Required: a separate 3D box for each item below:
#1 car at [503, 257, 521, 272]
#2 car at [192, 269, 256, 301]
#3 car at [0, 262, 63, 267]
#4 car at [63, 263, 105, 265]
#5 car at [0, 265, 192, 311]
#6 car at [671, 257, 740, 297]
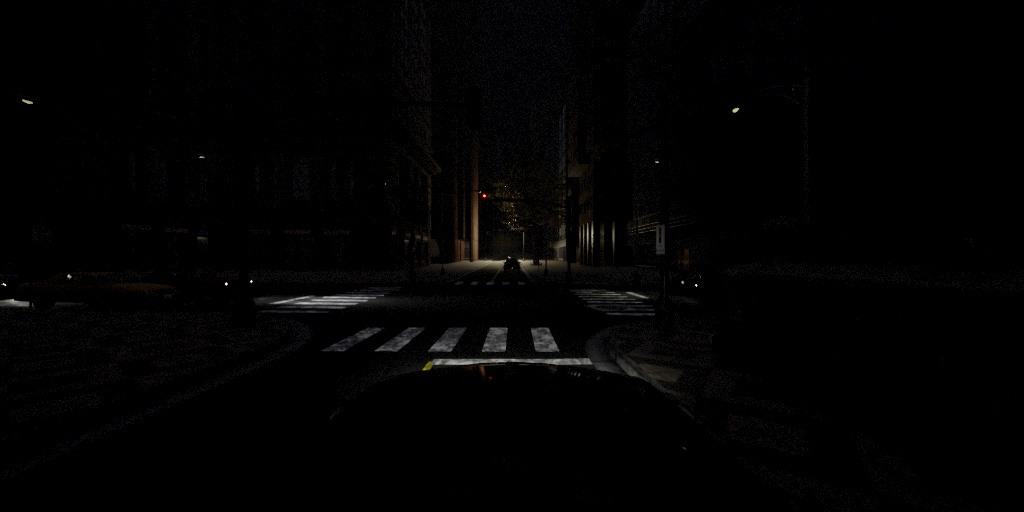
[{"bbox_3d":[0.002,1.110,44.305,1.837,1.490,4.892,0,1,0],"label":"car"},{"bbox_3d":[-14.102,1.231,15.741,4.718,1.301,1.895,1,0,0],"label":"car"},{"bbox_3d":[-23.846,1.076,15.774,5.357,1.411,2.033,1,0,0],"label":"car"},{"bbox_3d":[-26.358,1.065,21.645,4.313,1.339,1.948,0,0,0],"label":"car"},{"bbox_3d":[-14.965,1.146,13.083,4.829,1.417,1.751,0,0,0],"label":"car"},{"bbox_3d":[11.745,1.051,18.856,5.566,2.045,2.150,0,0,0],"label":"car"}]
